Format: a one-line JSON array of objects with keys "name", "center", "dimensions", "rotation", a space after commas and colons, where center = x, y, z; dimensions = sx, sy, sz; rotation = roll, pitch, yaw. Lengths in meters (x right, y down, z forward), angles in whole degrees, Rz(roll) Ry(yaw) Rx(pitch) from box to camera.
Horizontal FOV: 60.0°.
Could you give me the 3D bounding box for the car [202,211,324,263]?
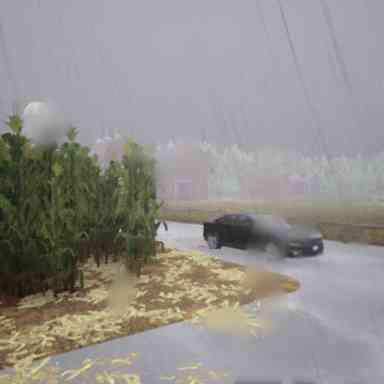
[{"name": "car", "center": [2.411, 1.495, 12.399], "dimensions": [1.882, 1.535, 5.008], "rotation": [0, -1, -35]}]
